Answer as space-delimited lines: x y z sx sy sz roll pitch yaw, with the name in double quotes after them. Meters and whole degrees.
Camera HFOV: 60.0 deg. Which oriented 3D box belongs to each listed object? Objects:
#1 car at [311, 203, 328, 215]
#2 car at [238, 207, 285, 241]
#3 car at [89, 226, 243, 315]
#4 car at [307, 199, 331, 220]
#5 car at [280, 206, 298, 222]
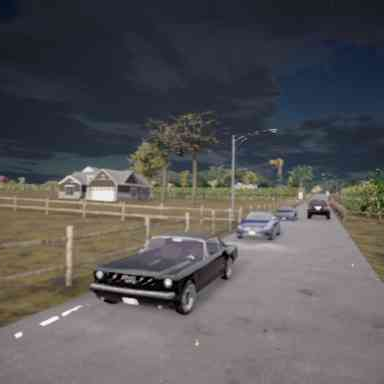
17.202 2.273 44.927 2.033 1.411 5.357 0 -1 21 "car"
3.849 1.801 18.685 1.812 1.442 4.674 0 -1 22 "car"
-0.313 1.699 8.072 1.895 1.301 4.718 0 -1 21 "car"
13.484 1.799 35.317 2.150 2.045 5.566 0 -1 23 "car"
9.250 2.046 32.385 2.033 1.411 5.357 0 -1 22 "car"
